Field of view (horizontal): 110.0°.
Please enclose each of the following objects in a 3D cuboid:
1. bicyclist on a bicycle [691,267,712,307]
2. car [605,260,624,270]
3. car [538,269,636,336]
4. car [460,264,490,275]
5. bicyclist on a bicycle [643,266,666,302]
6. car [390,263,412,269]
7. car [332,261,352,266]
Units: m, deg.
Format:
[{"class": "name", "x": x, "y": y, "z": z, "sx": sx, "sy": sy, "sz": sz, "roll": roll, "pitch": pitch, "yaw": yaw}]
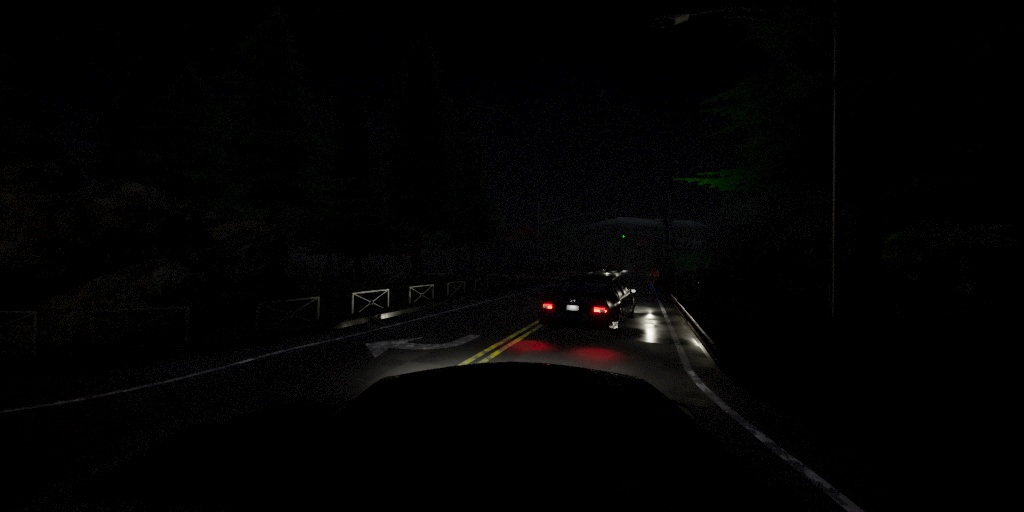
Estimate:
[{"class": "bicyclist on a bicycle", "x": 8.018, "y": 1.305, "z": 15.105, "sx": 1.656, "sy": 1.620, "sz": 0.582, "roll": 1, "pitch": -1, "yaw": -34}, {"class": "car", "x": 16.925, "y": 1.712, "z": 59.820, "sx": 2.150, "sy": 2.045, "sz": 5.566, "roll": 1, "pitch": -1, "yaw": 20}, {"class": "car", "x": 2.400, "y": 1.253, "z": 10.336, "sx": 2.033, "sy": 1.411, "sz": 5.357, "roll": 1, "pitch": -1, "yaw": 25}, {"class": "car", "x": -4.933, "y": 1.698, "z": 44.866, "sx": 4.181, "sy": 1.385, "sz": 1.994, "roll": 1, "pitch": -1, "yaw": 20}, {"class": "bicyclist on a bicycle", "x": 6.587, "y": 1.294, "z": 16.502, "sx": 1.656, "sy": 1.620, "sz": 0.582, "roll": 1, "pitch": -1, "yaw": -31}, {"class": "car", "x": -14.299, "y": 1.587, "z": 48.357, "sx": 4.181, "sy": 1.385, "sz": 1.994, "roll": 1, "pitch": -1, "yaw": 21}, {"class": "car", "x": -24.032, "y": 1.457, "z": 52.284, "sx": 5.357, "sy": 1.411, "sz": 2.033, "roll": 1, "pitch": -1, "yaw": 24}]
